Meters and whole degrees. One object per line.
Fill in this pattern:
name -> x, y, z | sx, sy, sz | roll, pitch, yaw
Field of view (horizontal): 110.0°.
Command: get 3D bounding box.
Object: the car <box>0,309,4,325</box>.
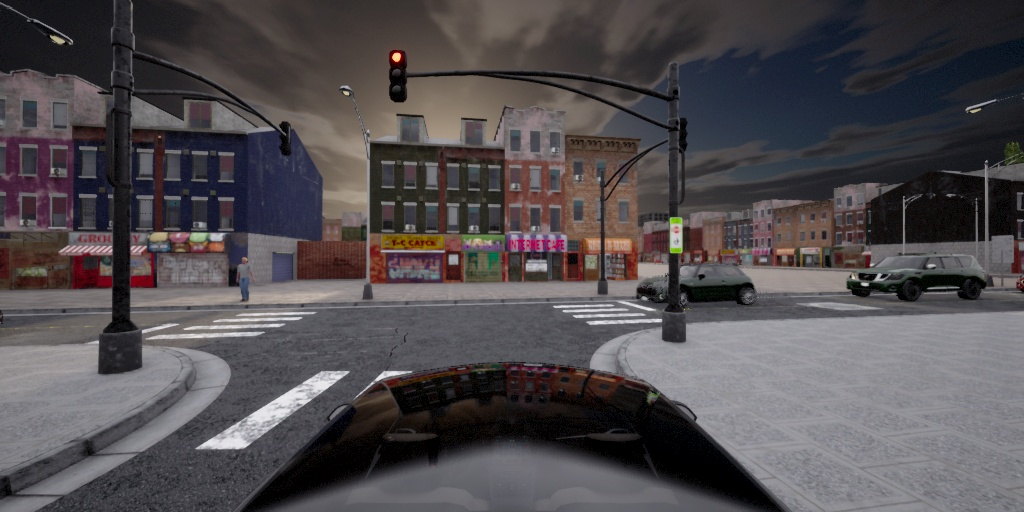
car -> -15.411, 1.277, 8.354 | 4.902, 1.511, 2.128 | 0, 0, -8

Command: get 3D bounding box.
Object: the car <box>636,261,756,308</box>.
car -> 7.450, 1.086, 14.728 | 4.553, 1.767, 2.097 | 0, 0, -13

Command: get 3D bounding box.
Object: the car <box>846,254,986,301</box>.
car -> 18.722, 0.928, 16.678 | 5.566, 2.045, 2.150 | 0, 0, -9

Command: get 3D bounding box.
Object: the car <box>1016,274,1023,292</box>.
car -> 28.625, 1.034, 18.187 | 4.553, 1.767, 2.097 | 0, 0, -8

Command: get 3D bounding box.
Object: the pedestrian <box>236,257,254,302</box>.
pedestrian -> -11.107, 0.945, 14.948 | 0.375, 1.860, 0.375 | 0, 0, -9
